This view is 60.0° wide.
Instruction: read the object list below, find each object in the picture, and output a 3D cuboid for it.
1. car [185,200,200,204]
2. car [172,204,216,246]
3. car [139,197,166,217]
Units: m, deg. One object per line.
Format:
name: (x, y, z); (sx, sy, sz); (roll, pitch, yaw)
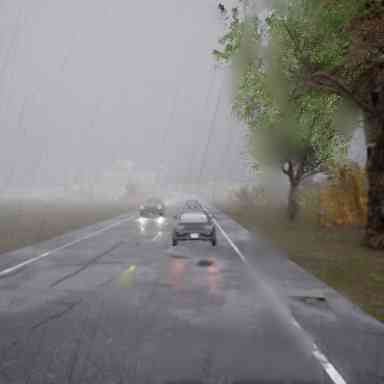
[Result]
car: (0.057, 1.506, 33.603); (2.033, 1.411, 5.357); (0, 0, 0)
car: (0.094, 1.513, 15.222); (1.812, 1.442, 4.674); (0, 0, 0)
car: (-3.631, 1.316, 31.240); (2.097, 1.767, 4.553); (0, 0, 0)
